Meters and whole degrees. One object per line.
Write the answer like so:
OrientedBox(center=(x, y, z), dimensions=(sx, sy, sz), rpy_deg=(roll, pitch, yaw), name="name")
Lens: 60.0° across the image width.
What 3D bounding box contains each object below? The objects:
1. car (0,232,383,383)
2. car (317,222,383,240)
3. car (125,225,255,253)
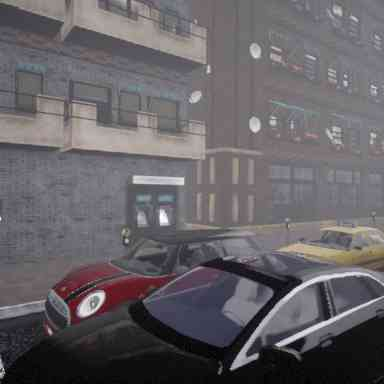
OrientedBox(center=(0.664, 1.492, 3.545), dimensions=(4.902, 1.511, 2.128), rpy_deg=(0, 0, -36), name="car")
OrientedBox(center=(4.013, 1.527, 8.957), dimensions=(4.829, 1.417, 1.752), rpy_deg=(0, 1, -36), name="car")
OrientedBox(center=(-0.363, 1.441, 5.829), dimensions=(4.097, 1.590, 1.967), rpy_deg=(0, 1, -36), name="car")
